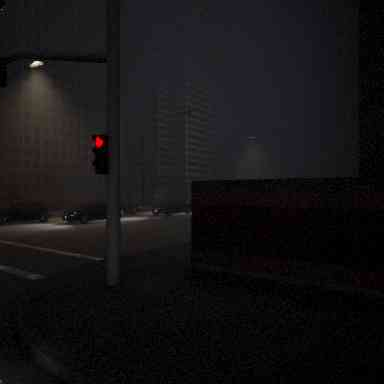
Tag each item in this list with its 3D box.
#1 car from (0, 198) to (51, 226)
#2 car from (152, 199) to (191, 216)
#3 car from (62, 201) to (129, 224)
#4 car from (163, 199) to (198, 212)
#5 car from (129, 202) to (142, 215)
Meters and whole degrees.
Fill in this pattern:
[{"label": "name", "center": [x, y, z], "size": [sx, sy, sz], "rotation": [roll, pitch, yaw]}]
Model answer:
[{"label": "car", "center": [-12.637, 1.355, 23.771], "size": [2.097, 1.767, 4.553], "rotation": [0, 0, 36]}, {"label": "car", "center": [-1.875, 1.494, 32.697], "size": [2.128, 1.511, 4.902], "rotation": [0, 0, 36]}, {"label": "car", "center": [-7.375, 1.507, 25.100], "size": [1.837, 1.490, 4.892], "rotation": [0, 0, 36]}, {"label": "car", "center": [-1.300, 1.566, 39.450], "size": [1.994, 1.385, 4.181], "rotation": [0, 0, 36]}, {"label": "car", "center": [-7.098, 1.550, 31.457], "size": [2.033, 1.411, 5.357], "rotation": [0, 0, 36]}]
